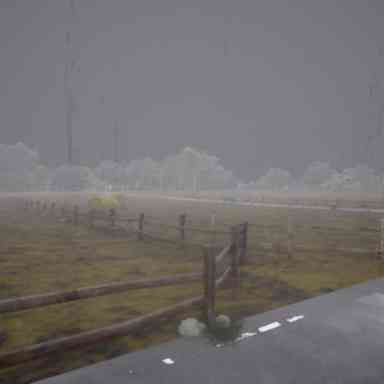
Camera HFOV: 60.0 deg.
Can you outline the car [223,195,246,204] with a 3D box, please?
[{"bbox_3d":[7.770,1.281,60.989,2.128,1.511,4.902,1,0,-35],"label":"car"}]
